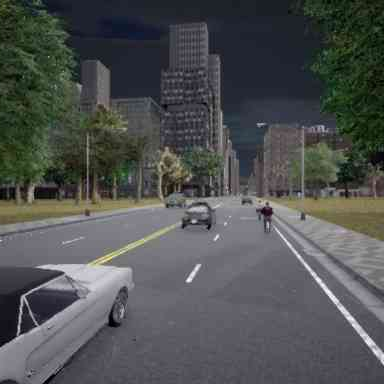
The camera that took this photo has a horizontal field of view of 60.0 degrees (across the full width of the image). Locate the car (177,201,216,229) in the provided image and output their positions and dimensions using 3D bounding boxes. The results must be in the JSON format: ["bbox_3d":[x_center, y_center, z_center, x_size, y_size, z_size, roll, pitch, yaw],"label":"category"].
[{"bbox_3d":[0.504,1.542,21.709,1.812,1.442,4.674,0,0,9],"label":"car"}]

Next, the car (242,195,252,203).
[{"bbox_3d":[12.016,1.510,73.290,2.097,1.767,4.553,0,0,9],"label":"car"}]

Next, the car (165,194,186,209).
[{"bbox_3d":[-2.228,1.292,46.771,2.150,2.045,5.566,0,0,9],"label":"car"}]

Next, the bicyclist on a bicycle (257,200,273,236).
[{"bbox_3d":[3.888,1.382,17.205,0.659,1.776,1.843,0,0,9],"label":"bicyclist on a bicycle"}]

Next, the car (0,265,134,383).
[{"bbox_3d":[-2.306,1.602,4.177,1.895,1.301,4.718,0,0,9],"label":"car"}]

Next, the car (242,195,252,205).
[{"bbox_3d":[10.416,1.620,62.727,1.837,1.490,4.892,0,-1,9],"label":"car"}]

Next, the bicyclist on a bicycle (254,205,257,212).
[{"bbox_3d":[5.388,1.462,26.516,0.866,1.612,1.509,0,0,9],"label":"bicyclist on a bicycle"}]

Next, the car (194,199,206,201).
[{"bbox_3d":[1.050,1.672,46.688,1.895,1.301,4.718,0,0,9],"label":"car"}]
